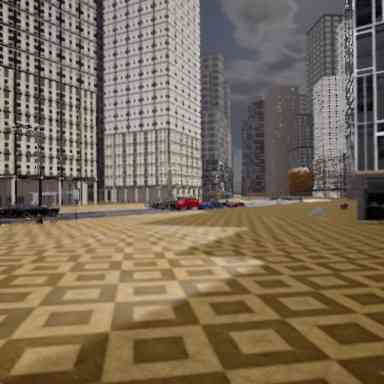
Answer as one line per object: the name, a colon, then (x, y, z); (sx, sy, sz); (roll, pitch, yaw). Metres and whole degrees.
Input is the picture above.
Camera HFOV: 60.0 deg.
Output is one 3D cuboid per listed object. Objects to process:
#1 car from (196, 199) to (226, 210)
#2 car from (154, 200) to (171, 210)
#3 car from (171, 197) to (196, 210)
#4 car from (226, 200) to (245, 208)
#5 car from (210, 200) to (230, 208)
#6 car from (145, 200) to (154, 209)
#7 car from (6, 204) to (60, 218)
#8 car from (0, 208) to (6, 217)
car: (3.125, 1.892, 53.713); (2.097, 1.767, 4.553); (-1, -1, 33)
car: (-3.660, 2.119, 55.374); (1.837, 1.490, 4.892); (-1, -1, 34)
car: (-0.438, 1.797, 54.183); (2.150, 2.045, 5.566); (-1, 0, 33)
car: (8.221, 2.200, 61.926); (1.895, 1.301, 4.718); (-1, -1, 31)
car: (5.444, 2.243, 63.615); (1.895, 1.301, 4.718); (-1, -1, 31)
car: (-6.157, 2.150, 57.488); (2.128, 1.511, 4.902); (-1, -1, 33)
car: (-16.894, 2.060, 35.872); (1.895, 1.301, 4.718); (-1, -1, 34)
car: (-19.373, 2.052, 38.004); (2.033, 1.411, 5.357); (-1, -1, 34)
